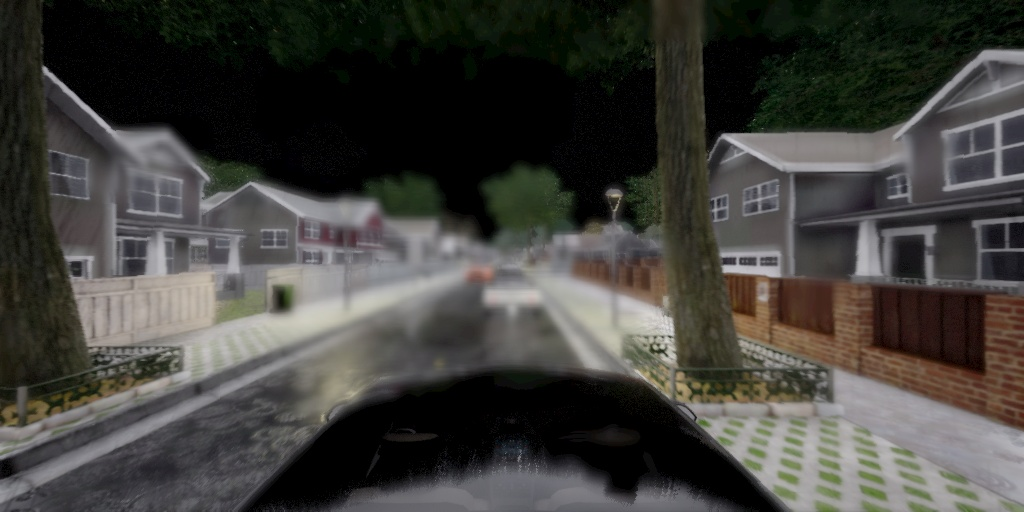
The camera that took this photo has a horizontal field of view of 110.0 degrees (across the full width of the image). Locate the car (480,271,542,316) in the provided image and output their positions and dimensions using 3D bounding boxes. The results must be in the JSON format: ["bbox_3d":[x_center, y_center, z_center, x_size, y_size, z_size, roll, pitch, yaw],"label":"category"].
[{"bbox_3d":[0.039,1.427,13.705,1.895,1.301,4.718,0,0,0],"label":"car"}]

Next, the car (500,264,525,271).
[{"bbox_3d":[0.043,1.406,29.263,1.882,1.535,5.008,0,0,0],"label":"car"}]

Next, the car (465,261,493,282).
[{"bbox_3d":[-2.793,1.293,31.268,2.097,1.767,4.553,0,0,0],"label":"car"}]
